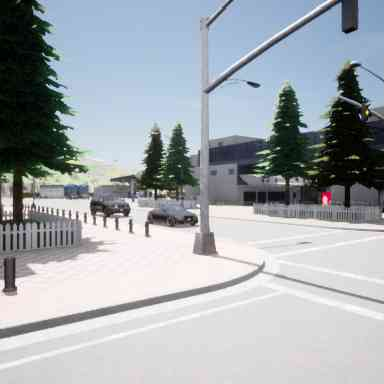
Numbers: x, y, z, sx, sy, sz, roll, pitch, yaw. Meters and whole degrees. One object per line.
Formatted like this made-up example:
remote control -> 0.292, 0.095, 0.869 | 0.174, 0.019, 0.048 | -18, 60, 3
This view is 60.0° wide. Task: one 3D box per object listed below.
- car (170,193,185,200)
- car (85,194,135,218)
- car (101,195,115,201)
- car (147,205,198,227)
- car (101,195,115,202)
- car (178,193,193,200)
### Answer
car -> -3.877, 1.113, 86.017 | 1.932, 1.855, 4.605 | 0, 0, -37
car -> -7.837, 1.237, 31.401 | 2.150, 2.045, 5.566 | 0, 0, -37
car -> -20.912, 1.399, 82.792 | 1.970, 1.475, 3.806 | 0, 0, -37
car -> -1.401, 1.579, 22.884 | 1.994, 1.385, 4.181 | 0, 0, -37
car -> -18.884, 1.389, 75.056 | 1.845, 1.501, 3.633 | 0, 0, -37
car -> -1.789, 1.092, 88.079 | 1.905, 1.878, 3.866 | 0, 0, -37
